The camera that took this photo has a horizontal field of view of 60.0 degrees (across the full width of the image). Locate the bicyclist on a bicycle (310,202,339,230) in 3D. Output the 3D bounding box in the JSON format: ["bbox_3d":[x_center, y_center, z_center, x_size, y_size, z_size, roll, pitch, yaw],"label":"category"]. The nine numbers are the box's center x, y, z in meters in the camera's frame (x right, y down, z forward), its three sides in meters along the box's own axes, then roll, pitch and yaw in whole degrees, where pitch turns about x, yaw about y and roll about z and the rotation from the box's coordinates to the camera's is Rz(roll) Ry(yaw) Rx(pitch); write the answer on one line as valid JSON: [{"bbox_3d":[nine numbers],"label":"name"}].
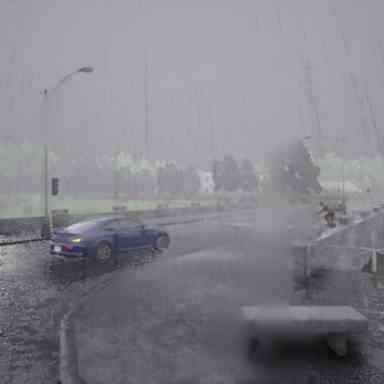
[{"bbox_3d":[7.418,1.374,18.614,1.656,1.620,0.582,-1,0,35],"label":"bicyclist on a bicycle"}]

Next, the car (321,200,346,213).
[{"bbox_3d":[16.393,1.611,38.428,1.994,1.385,4.181,0,0,35],"label":"car"}]

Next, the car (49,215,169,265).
[{"bbox_3d":[-2.779,1.574,12.046,1.812,1.442,4.674,-1,-1,35],"label":"car"}]
